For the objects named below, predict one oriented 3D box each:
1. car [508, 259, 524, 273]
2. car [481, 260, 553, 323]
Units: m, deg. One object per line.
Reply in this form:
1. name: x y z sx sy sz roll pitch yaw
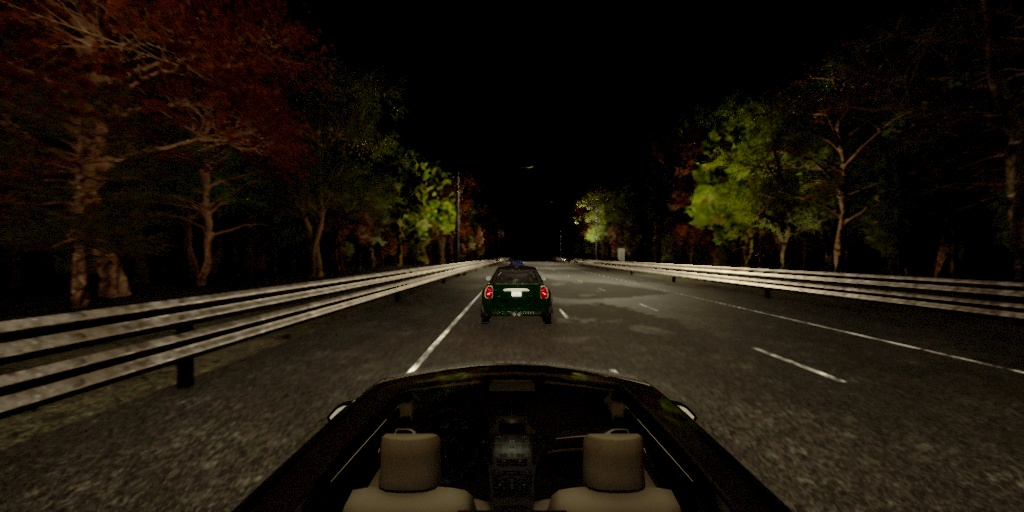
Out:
1. car: 0.567 1.206 44.956 1.882 1.535 5.008 0 0 1
2. car: 0.140 1.097 12.249 2.097 1.767 4.553 0 0 0
